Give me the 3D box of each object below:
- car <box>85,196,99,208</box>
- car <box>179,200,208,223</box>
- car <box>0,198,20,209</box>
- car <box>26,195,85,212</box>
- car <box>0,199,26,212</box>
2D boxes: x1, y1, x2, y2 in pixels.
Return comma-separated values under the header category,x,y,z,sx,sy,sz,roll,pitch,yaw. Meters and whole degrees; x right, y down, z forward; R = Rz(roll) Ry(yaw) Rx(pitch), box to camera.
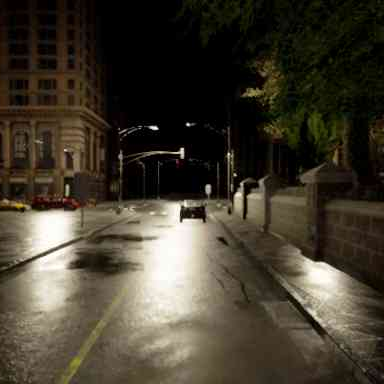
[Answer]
category,x,y,z,sx,sy,sz,roll,pitch,yaw
car,-14.880,1.292,44.968,4.097,1.590,1.967,-1,1,0
car,0.083,1.318,23.841,2.128,1.511,4.902,0,0,1
car,-25.958,1.566,45.001,4.313,1.339,1.947,-1,1,0
car,-14.894,1.253,36.440,5.009,1.841,2.192,-1,1,0
car,-20.262,1.535,36.459,4.829,1.417,1.752,-1,1,0
